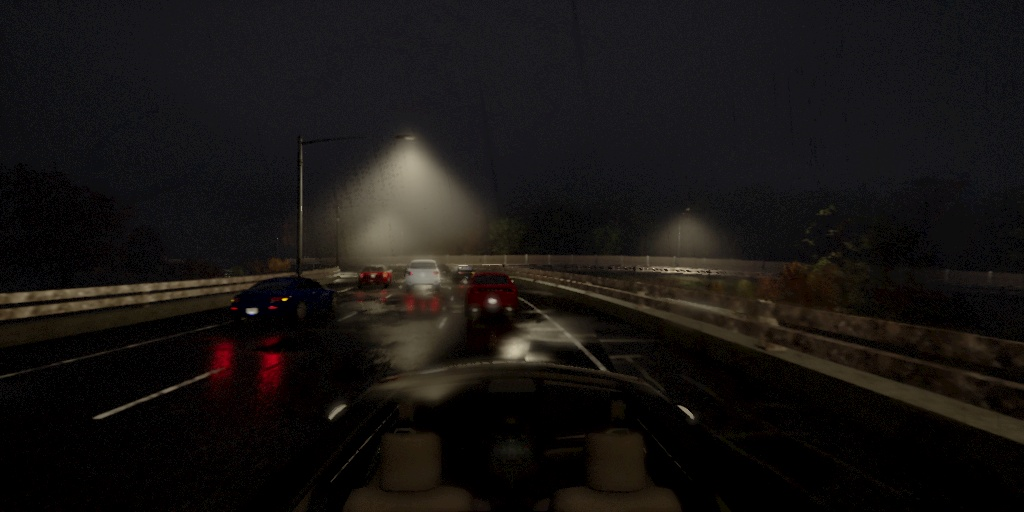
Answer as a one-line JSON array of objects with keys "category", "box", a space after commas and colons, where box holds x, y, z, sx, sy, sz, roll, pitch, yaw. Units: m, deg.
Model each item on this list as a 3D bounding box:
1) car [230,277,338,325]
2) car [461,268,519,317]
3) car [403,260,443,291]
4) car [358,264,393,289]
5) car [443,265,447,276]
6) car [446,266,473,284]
[{"category": "car", "box": [-7.750, 1.450, 12.613, 1.812, 1.442, 4.674, 0, -1, -7]}, {"category": "car", "box": [-0.902, 1.386, 14.242, 1.882, 1.535, 5.008, 0, -1, -6]}, {"category": "car", "box": [-6.183, 1.294, 25.254, 2.150, 2.045, 5.566, 0, 0, -12]}, {"category": "car", "box": [-10.366, 1.472, 27.551, 2.097, 1.767, 4.553, 0, -1, -14]}, {"category": "car", "box": [-9.062, 1.812, 45.572, 1.882, 1.535, 5.008, 0, -1, -23]}, {"category": "car", "box": [-4.327, 1.637, 32.040, 2.128, 1.511, 4.902, 0, -1, -15]}]
